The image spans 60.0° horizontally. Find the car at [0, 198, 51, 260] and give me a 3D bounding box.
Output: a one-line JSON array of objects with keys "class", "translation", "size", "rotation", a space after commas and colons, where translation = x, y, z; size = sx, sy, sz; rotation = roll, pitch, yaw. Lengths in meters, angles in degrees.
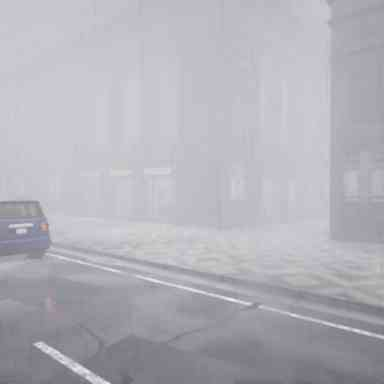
[{"class": "car", "translation": [-6.918, 1.206, 11.237], "size": [5.566, 2.045, 2.150], "rotation": [0, 0, 40]}]
